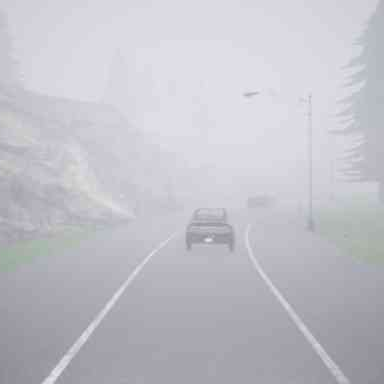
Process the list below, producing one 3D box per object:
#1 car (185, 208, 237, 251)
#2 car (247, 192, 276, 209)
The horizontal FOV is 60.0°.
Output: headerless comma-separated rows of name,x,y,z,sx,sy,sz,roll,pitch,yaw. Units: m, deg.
car,0.846,1.415,13.952,2.128,1.511,4.902,0,1,6
car,6.984,0.772,33.111,1.882,1.535,5.008,-1,2,28
